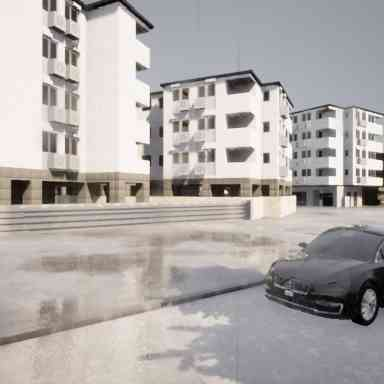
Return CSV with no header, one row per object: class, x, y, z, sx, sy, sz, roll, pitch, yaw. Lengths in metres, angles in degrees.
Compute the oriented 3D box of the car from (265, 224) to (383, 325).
car,3.667,1.507,7.188,4.892,1.490,1.837,0,0,-35
